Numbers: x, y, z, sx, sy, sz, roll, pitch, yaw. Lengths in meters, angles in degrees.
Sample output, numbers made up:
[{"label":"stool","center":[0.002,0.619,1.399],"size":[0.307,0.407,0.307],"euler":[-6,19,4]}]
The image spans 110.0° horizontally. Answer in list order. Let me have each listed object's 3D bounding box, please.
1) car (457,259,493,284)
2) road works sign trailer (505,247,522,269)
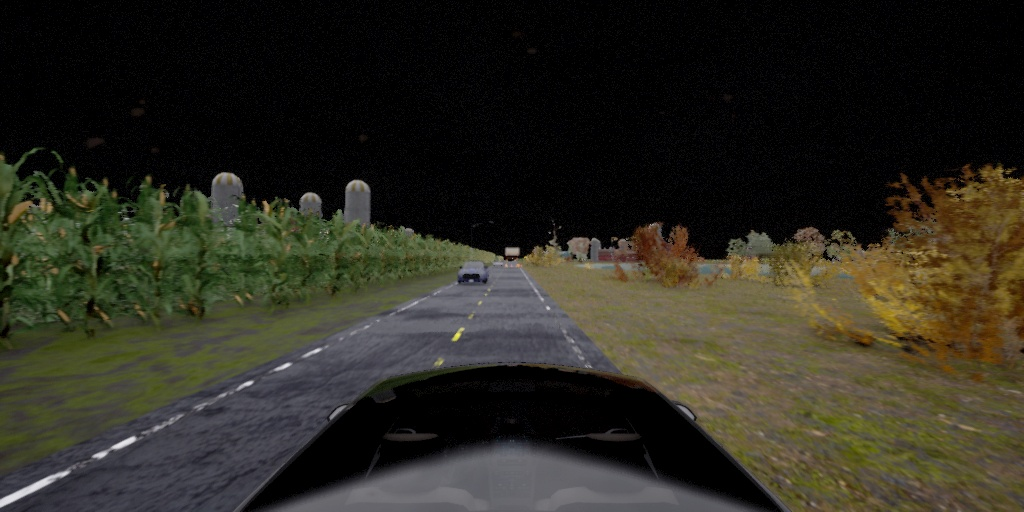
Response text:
[{"label":"car","center":[-2.816,1.125,27.013],"size":[2.097,1.767,4.553],"euler":[0,0,0]},{"label":"road works sign trailer","center":[0.065,0.305,57.615],"size":[2.380,3.560,2.880],"euler":[0,0,0]}]
